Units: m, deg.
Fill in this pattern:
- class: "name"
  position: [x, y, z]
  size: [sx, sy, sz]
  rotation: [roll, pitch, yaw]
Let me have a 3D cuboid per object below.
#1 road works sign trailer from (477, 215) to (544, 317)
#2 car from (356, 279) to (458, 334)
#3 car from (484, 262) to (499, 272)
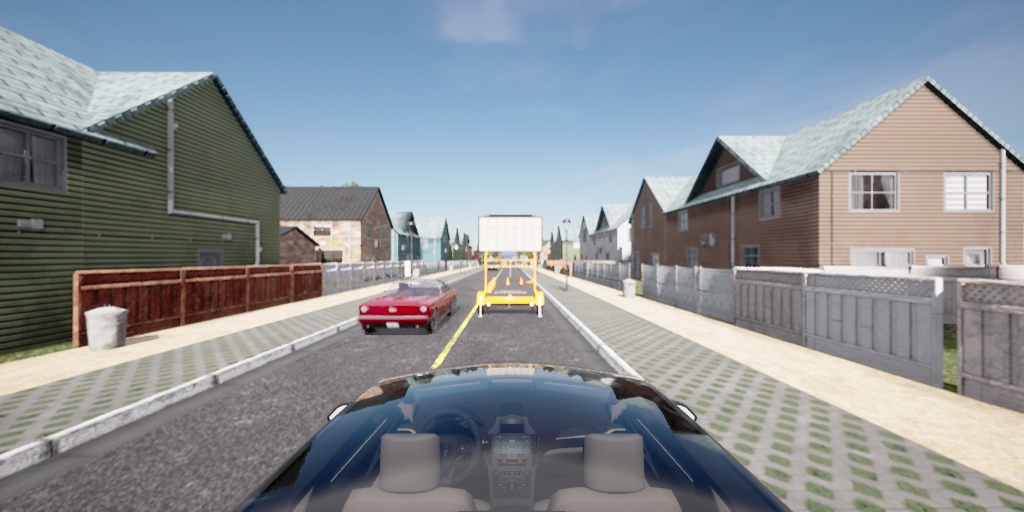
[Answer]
- class: "road works sign trailer"
  position: [-0.055, 0.259, 13.424]
  size: [2.380, 3.560, 2.880]
  rotation: [0, 0, 0]
- class: "car"
  position: [-2.897, 1.385, 10.895]
  size: [1.895, 1.301, 4.718]
  rotation: [0, 0, 0]
- class: "car"
  position: [-3.118, 1.596, 54.758]
  size: [1.837, 1.490, 4.892]
  rotation: [0, -1, 0]
